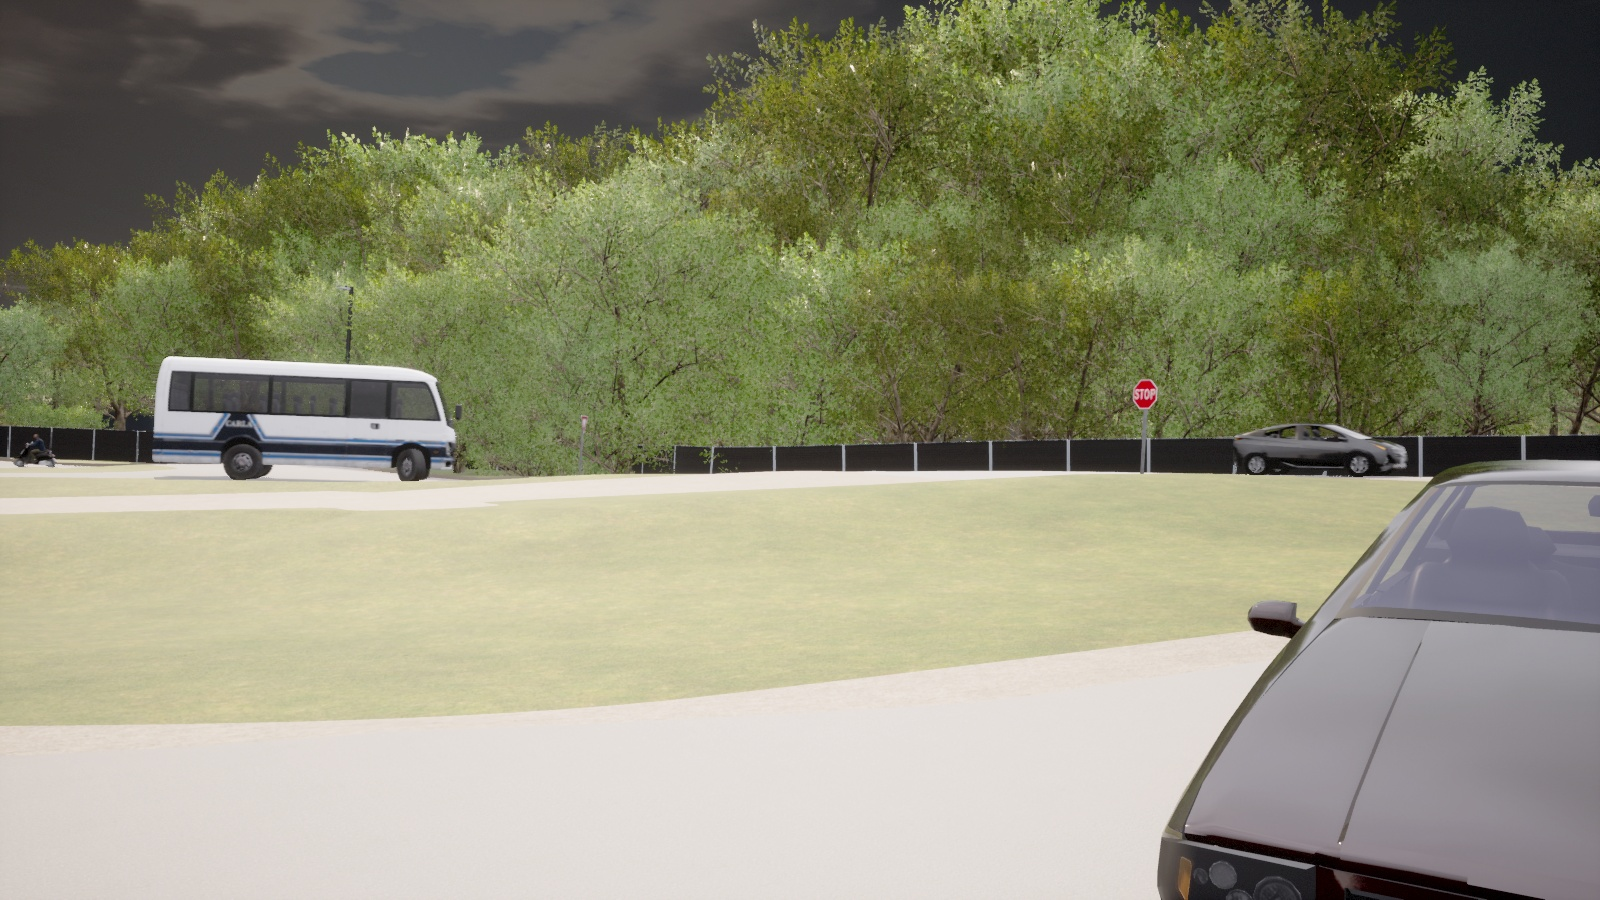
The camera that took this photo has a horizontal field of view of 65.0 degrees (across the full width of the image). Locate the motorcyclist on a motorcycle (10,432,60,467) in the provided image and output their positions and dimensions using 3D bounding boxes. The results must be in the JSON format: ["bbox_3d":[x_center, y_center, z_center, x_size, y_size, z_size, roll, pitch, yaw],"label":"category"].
[{"bbox_3d":[-36.099,-0.007,59.251,1.817,1.590,0.866,1,2,-12],"label":"motorcyclist on a motorcycle"}]

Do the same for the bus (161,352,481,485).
[{"bbox_3d":[-17.011,-1.016,45.633,10.273,4.253,3.944,2,-1,-13],"label":"bus"}]

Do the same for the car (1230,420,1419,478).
[{"bbox_3d":[14.722,-0.016,35.381,4.514,1.525,2.007,0,0,42],"label":"car"}]

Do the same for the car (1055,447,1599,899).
[{"bbox_3d":[2.824,0.751,4.233,2.033,1.411,5.357,2,2,33],"label":"car"}]
